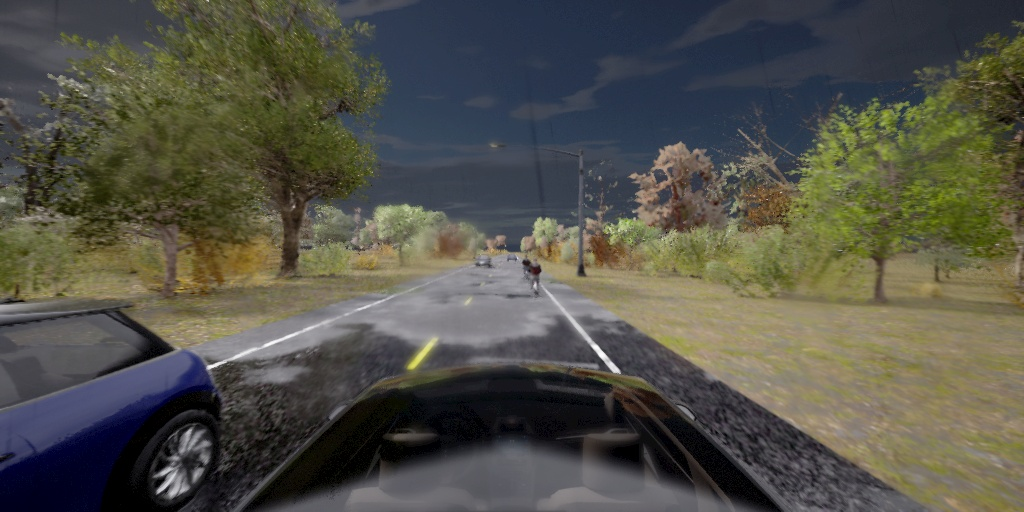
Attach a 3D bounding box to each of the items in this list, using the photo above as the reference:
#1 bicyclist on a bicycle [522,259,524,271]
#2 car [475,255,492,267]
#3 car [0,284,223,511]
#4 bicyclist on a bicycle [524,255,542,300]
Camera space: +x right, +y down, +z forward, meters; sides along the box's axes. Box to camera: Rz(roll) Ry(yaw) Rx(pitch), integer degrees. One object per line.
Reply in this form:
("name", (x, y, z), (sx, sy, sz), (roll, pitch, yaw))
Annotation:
("bicyclist on a bicycle", (0.962, 0.794, 24.515), (0.659, 1.776, 1.843), (0, 1, 0))
("car", (-3.559, 0.633, 45.194), (2.128, 1.511, 4.902), (0, 1, 0))
("car", (-3.598, 1.110, 1.195), (2.097, 1.767, 4.553), (0, 1, 0))
("bicyclist on a bicycle", (0.962, 0.927, 15.116), (0.659, 1.776, 1.843), (0, 1, 0))
